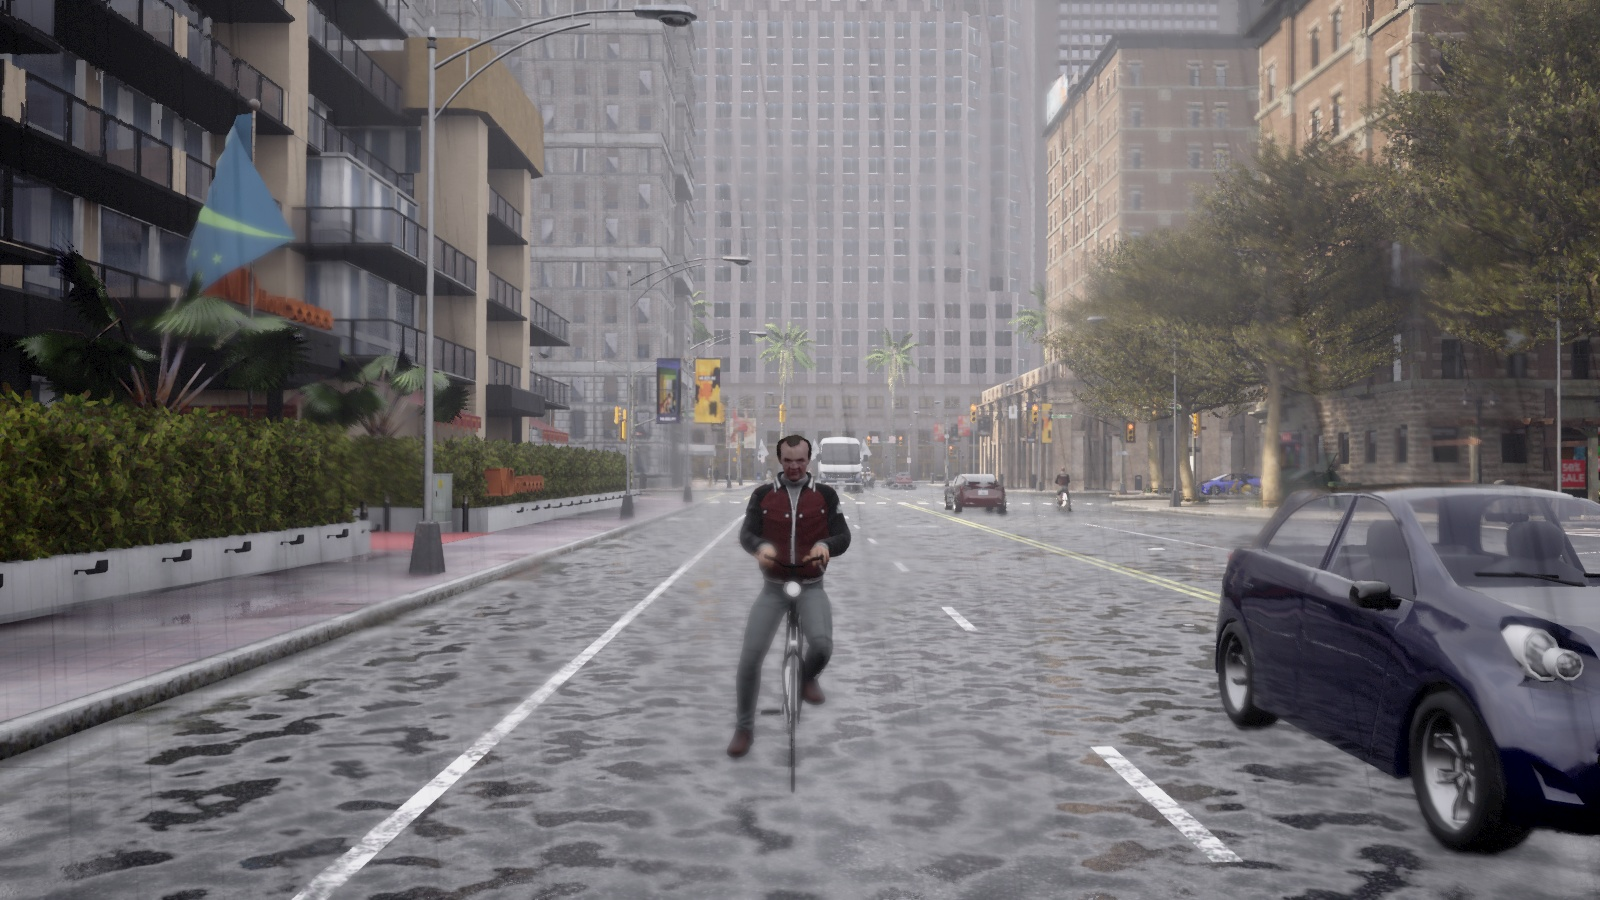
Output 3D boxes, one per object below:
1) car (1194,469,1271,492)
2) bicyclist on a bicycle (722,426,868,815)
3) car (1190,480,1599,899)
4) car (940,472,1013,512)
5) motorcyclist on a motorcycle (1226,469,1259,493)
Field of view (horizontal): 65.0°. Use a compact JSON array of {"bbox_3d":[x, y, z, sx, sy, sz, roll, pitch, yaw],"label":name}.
[{"bbox_3d":[29.324,2.072,85.222,4.514,1.525,2.007,0,-1,1],"label":"car"},{"bbox_3d":[-0.027,0.797,6.671,0.659,1.776,1.843,0,-1,0],"label":"bicyclist on a bicycle"},{"bbox_3d":[3.475,0.921,6.353,1.845,1.501,3.633,0,-1,0],"label":"car"},{"bbox_3d":[6.819,1.608,48.996,2.163,1.488,4.792,0,-1,0],"label":"car"},{"bbox_3d":[28.779,2.021,81.705,1.817,1.590,0.866,0,-1,1],"label":"motorcyclist on a motorcycle"}]
